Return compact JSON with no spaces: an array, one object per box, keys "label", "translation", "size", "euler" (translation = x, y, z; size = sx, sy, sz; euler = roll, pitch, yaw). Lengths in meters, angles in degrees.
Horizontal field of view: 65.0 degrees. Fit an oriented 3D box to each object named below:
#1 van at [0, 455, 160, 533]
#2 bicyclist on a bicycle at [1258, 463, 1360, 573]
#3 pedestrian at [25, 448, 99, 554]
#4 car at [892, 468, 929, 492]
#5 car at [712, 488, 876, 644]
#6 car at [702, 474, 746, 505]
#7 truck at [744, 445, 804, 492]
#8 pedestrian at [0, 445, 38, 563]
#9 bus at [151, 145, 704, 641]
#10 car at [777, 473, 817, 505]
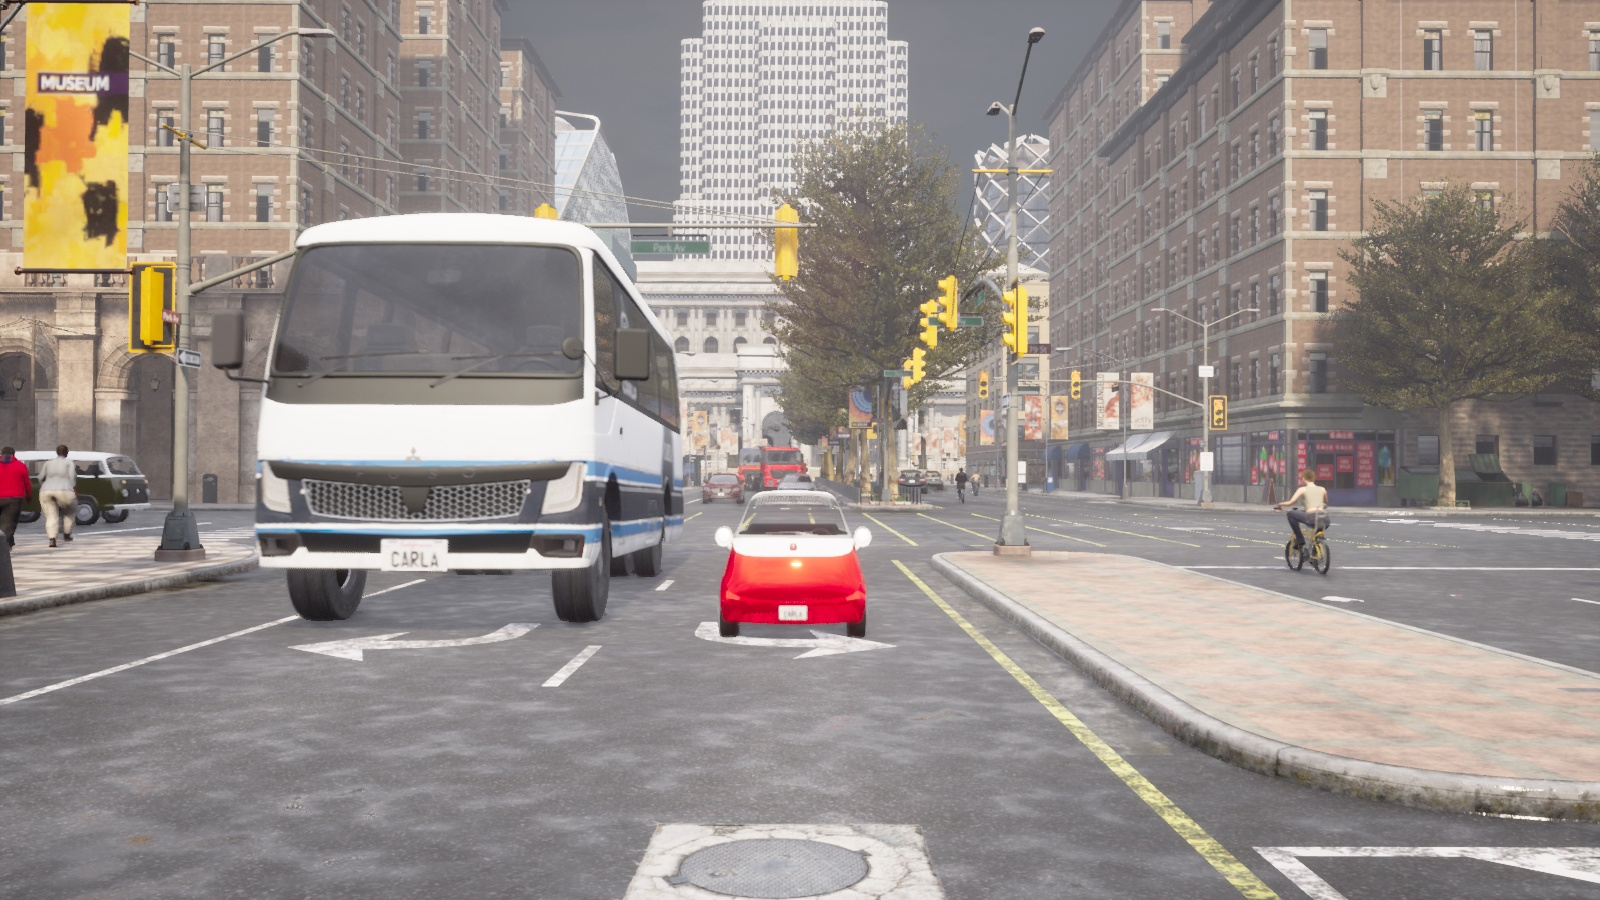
[{"label":"van","translation":[-20.447,1.204,34.709],"size":[4.480,2.038,2.069],"euler":[-1,-1,-1]},{"label":"bicyclist on a bicycle","translation":[7.867,1.048,19.484],"size":[0.866,1.612,1.509],"euler":[-1,-3,-2]},{"label":"pedestrian","translation":[-13.210,0.901,22.505],"size":[0.874,1.855,0.900],"euler":[0,-1,-9]},{"label":"car","translation":[7.748,2.114,88.705],"size":[2.242,1.667,4.611],"euler":[0,-1,0]},{"label":"car","translation":[-0.057,1.078,12.430],"size":[1.481,1.376,2.207],"euler":[0,-1,0]},{"label":"car","translation":[-3.653,1.877,61.009],"size":[1.812,1.442,4.674],"euler":[0,-1,1]},{"label":"truck","translation":[-2.088,1.460,96.595],"size":[2.891,3.462,7.936],"euler":[0,-1,-14]},{"label":"pedestrian","translation":[-12.659,0.858,20.065],"size":[0.634,1.844,0.899],"euler":[0,-1,-19]},{"label":"bus","translation":[-3.571,-0.280,15.918],"size":[3.944,4.253,10.273],"euler":[0,-3,0]},{"label":"car","translation":[-0.118,1.859,60.803],"size":[1.812,1.442,4.674],"euler":[0,-1,1]}]
